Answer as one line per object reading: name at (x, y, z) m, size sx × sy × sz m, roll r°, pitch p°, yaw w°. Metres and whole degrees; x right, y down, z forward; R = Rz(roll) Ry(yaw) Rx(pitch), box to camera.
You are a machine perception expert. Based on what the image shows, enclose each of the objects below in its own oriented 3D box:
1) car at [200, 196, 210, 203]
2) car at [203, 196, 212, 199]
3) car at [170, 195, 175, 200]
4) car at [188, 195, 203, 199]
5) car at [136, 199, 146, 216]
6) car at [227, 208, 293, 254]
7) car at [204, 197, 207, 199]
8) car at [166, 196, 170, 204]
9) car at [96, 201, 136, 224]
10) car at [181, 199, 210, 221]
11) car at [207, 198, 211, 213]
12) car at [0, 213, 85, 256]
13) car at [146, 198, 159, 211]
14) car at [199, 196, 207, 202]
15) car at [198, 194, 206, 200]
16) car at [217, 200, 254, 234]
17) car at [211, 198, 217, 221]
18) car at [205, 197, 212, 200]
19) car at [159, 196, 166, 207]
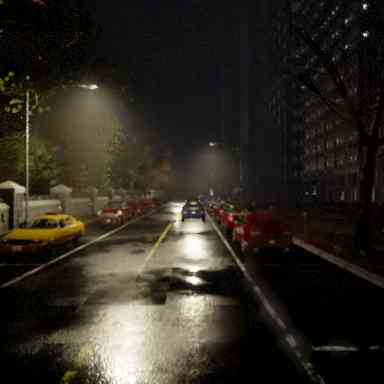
car at (2.703, 1.610, 69.695) m, size 1.802 × 1.307 × 4.206 m, roll 0°, pitch 0°, yaw 0°
car at (2.700, 1.588, 47.166) m, size 1.802 × 1.307 × 4.206 m, roll 0°, pitch 0°, yaw 0°
car at (-5.672, 1.625, 92.226) m, size 1.947 × 1.339 × 4.313 m, roll 0°, pitch 0°, yaw 0°
car at (0.110, 1.483, 45.885) m, size 1.882 × 1.535 × 5.008 m, roll 0°, pitch 0°, yaw 0°
car at (-5.684, 1.544, 30.271) m, size 1.887 × 1.381 × 4.507 m, roll 0°, pitch 0°, yaw 0°
car at (2.694, 1.542, 13.374) m, size 1.887 × 1.381 × 4.507 m, roll 0°, pitch 0°, yaw 0°
car at (2.699, 1.585, 41.534) m, size 1.802 × 1.307 × 4.206 m, roll 0°, pitch 0°, yaw 0°
car at (-5.678, 1.547, 63.895) m, size 1.752 × 1.417 × 4.829 m, roll 0°, pitch 0°, yaw 0°
car at (-5.684, 1.438, 24.638) m, size 1.967 × 1.590 × 4.097 m, roll 0°, pitch 0°, yaw 0°
car at (0.105, 1.546, 26.700) m, size 2.033 × 1.411 × 5.357 m, roll 0°, pitch 0°, yaw 0°
car at (2.696, 1.550, 30.270) m, size 2.008 × 1.369 × 4.403 m, roll 0°, pitch 0°, yaw 0°
car at (-5.686, 1.522, 13.205) m, size 1.752 × 1.417 × 4.829 m, roll 0°, pitch 0°, yaw 0°
car at (-5.682, 1.548, 41.536) m, size 1.887 × 1.381 × 4.507 m, roll 0°, pitch 0°, yaw 0°
car at (2.706, 1.625, 80.960) m, size 1.802 × 1.307 × 4.206 m, roll 0°, pitch 0°, yaw 0°
car at (2.708, 1.499, 92.225) m, size 1.967 × 1.590 × 4.097 m, roll 0°, pitch 0°, yaw 0°
car at (2.695, 1.438, 19.005) m, size 1.967 × 1.590 × 4.097 m, roll 0°, pitch 0°, yaw 0°
car at (2.696, 1.439, 24.637) m, size 1.967 × 1.590 × 4.097 m, roll 0°, pitch 0°, yaw 0°
car at (2.698, 1.552, 35.902) m, size 2.008 × 1.369 × 4.403 m, roll 0°, pitch 0°, yaw 0°
car at (-5.680, 1.555, 52.800) m, size 1.887 × 1.381 × 4.507 m, roll 0°, pitch 0°, yaw 0°
